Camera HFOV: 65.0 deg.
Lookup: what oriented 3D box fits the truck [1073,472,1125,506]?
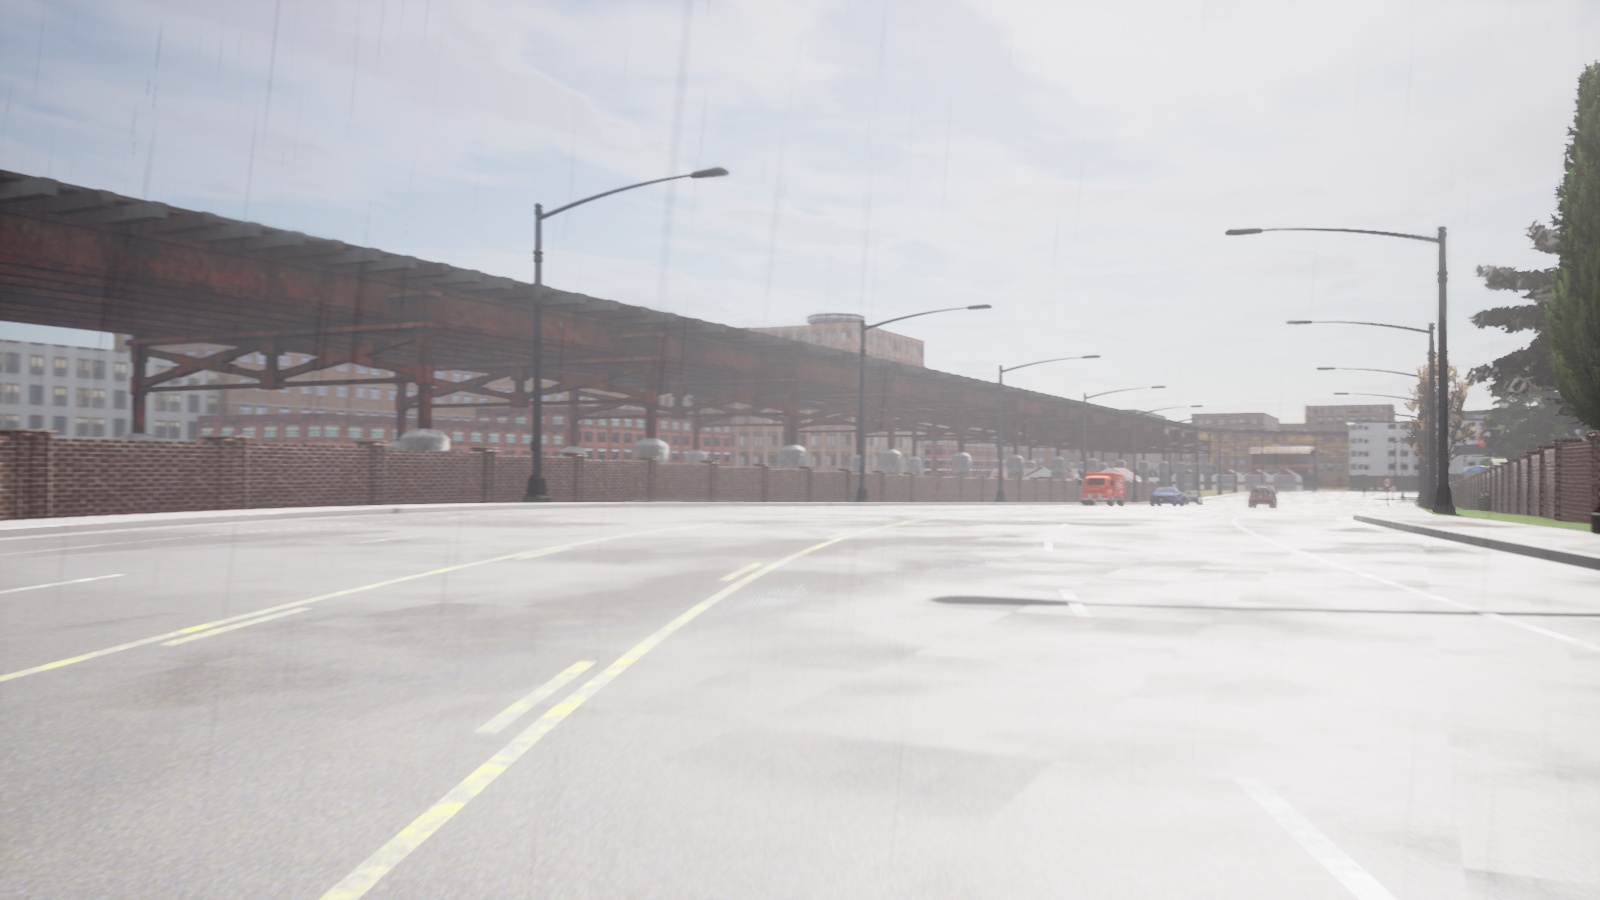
[{"bbox_3d":[21.975,2.880,92.095,2.627,2.467,5.204,0,-2,26],"label":"truck"}]
